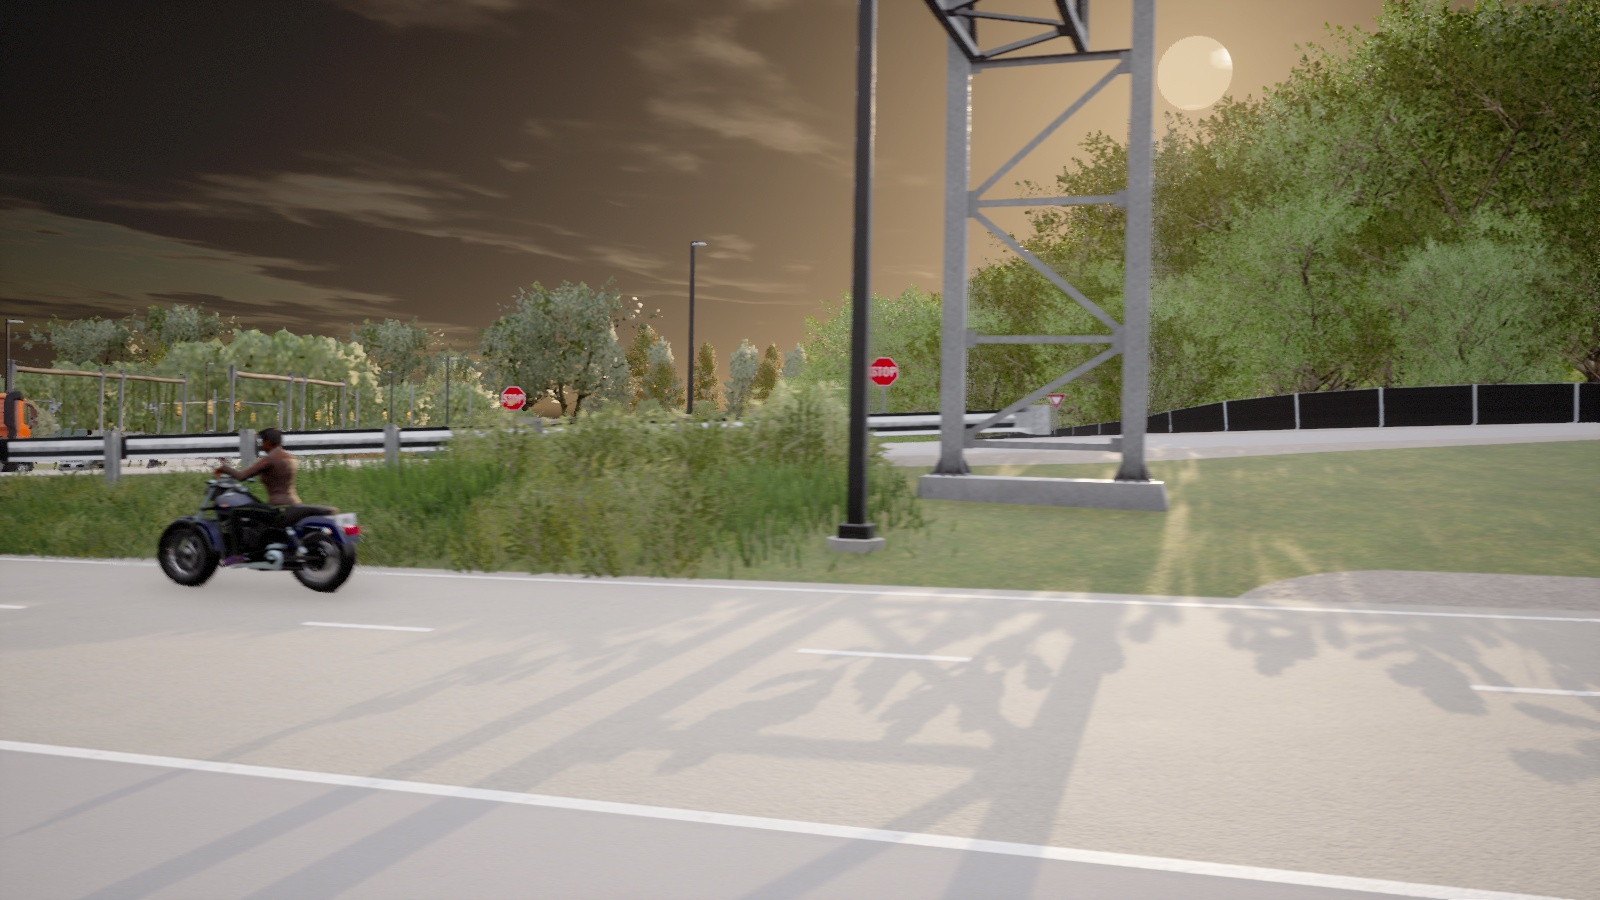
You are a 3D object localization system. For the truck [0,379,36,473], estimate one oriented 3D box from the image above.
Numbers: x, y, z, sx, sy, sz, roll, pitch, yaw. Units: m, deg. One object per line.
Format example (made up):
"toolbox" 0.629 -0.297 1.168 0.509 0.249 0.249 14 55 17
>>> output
"truck" -31.363 -0.864 47.311 2.891 3.462 7.936 0 -1 -20

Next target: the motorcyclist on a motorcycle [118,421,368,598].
"motorcyclist on a motorcycle" -5.513 0.544 12.433 2.350 1.649 0.766 0 1 19

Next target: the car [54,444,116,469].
"car" -44.110 0.403 77.586 1.970 1.475 3.806 1 0 -7
